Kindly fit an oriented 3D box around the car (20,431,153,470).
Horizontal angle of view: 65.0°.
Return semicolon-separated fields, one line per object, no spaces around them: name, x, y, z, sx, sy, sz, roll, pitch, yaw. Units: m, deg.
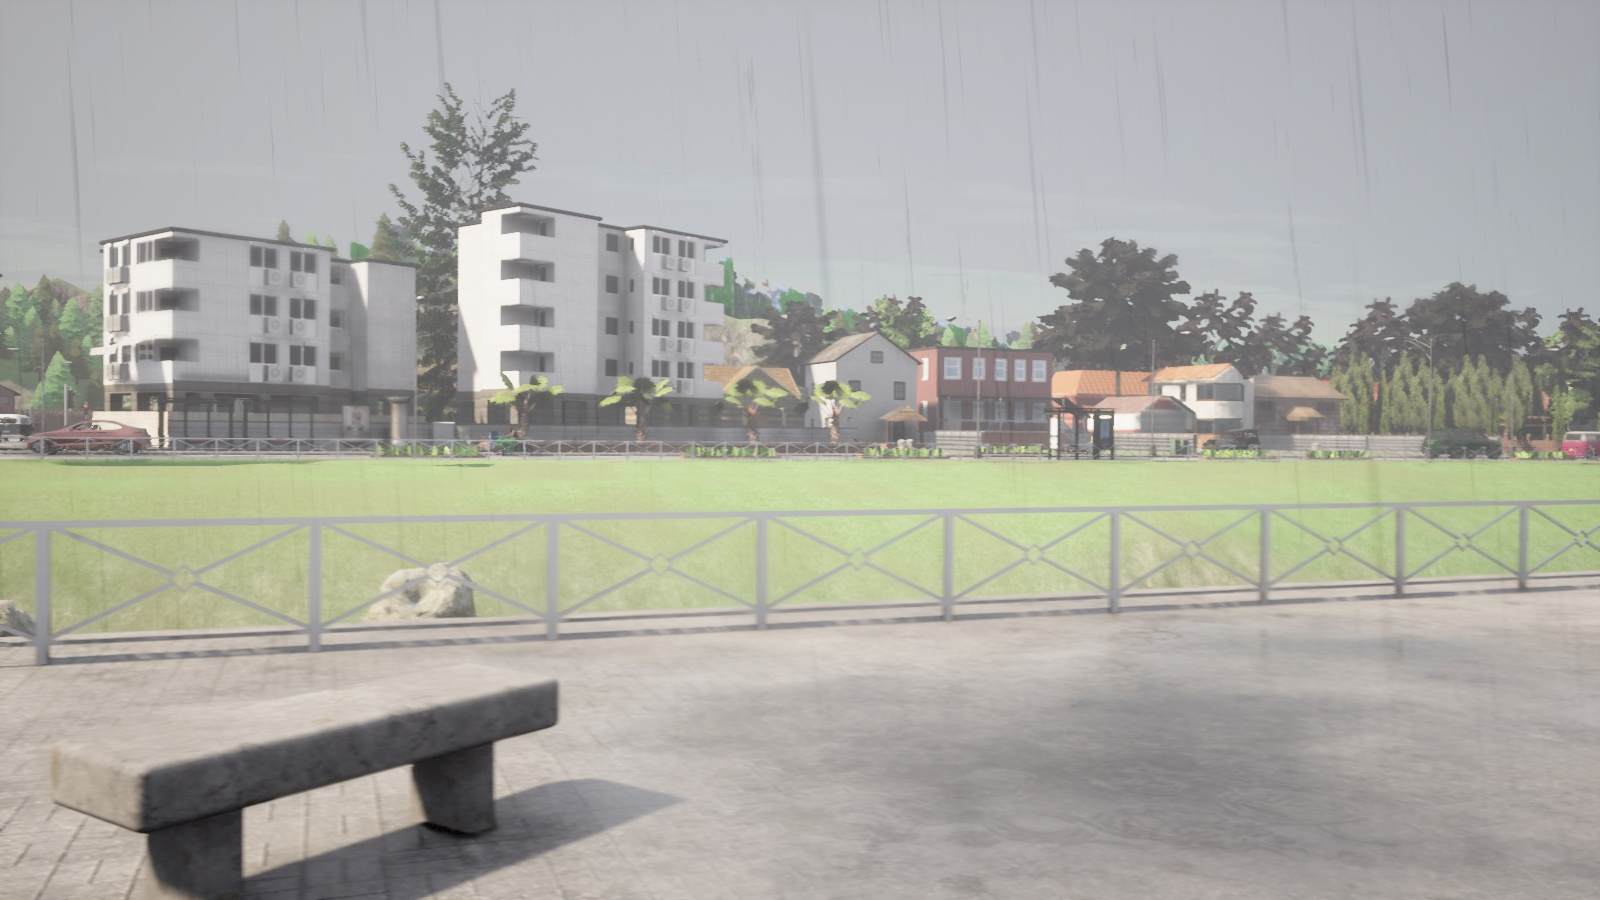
car;-32.532;-0.006;57.439;5.027;1.651;2.152;-1;1;-21

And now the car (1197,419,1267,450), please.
car;27.609;-1.011;80.257;3.866;1.878;1.905;-1;1;-21

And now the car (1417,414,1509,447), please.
car;43.279;-1.284;81.923;5.566;2.045;2.150;-1;1;-21

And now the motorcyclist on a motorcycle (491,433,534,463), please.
motorcyclist on a motorcycle;-14.690;-0.106;64.211;2.044;1.523;0.797;-1;1;-21
